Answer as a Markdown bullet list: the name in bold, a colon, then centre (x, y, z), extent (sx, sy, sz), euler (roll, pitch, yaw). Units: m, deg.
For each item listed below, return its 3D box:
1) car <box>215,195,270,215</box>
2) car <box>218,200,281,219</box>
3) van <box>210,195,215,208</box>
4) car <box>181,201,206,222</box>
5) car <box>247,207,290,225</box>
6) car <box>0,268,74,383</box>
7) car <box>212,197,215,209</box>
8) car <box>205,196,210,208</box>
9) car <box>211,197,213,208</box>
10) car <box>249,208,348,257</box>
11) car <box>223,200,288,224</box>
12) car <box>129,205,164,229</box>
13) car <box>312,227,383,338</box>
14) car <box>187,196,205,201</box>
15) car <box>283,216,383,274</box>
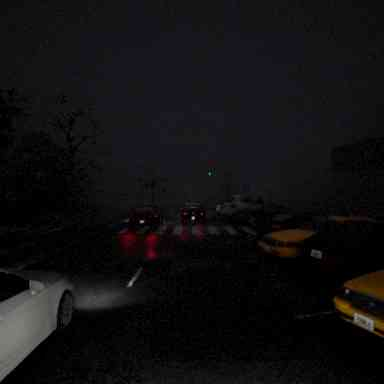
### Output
- **car**: centre (5.101, 1.278, 26.472), extent (5.566, 2.045, 2.435), euler (1, -1, -20)
- **car**: centre (5.077, 1.544, 29.435), extent (5.008, 1.535, 2.097), euler (1, 0, -20)
- **van**: centre (4.966, 1.390, 41.326), extent (4.442, 1.987, 1.878), euler (1, 0, -20)
- **car**: centre (0.102, 1.639, 26.644), extent (1.895, 1.301, 4.718), euler (0, 0, 0)
- **car**: centre (5.066, 1.536, 14.529), extent (4.674, 1.452, 2.002), euler (1, 0, -20)
- **car**: centre (-2.900, 1.527, 3.751), extent (1.812, 1.442, 4.674), euler (0, 0, 0)
- **car**: centre (5.246, 1.578, 35.468), extent (5.366, 1.575, 1.946), euler (1, -1, -20)
- **car**: centre (4.900, 1.631, 44.283), extent (5.366, 1.575, 1.946), euler (1, 0, -20)
- **car**: centre (5.098, 1.628, 38.398), extent (4.792, 1.488, 2.163), euler (1, -1, -20)
- **car**: centre (4.898, 1.488, 11.480), extent (5.366, 1.575, 1.946), euler (1, 0, -20)
- **car**: centre (5.081, 1.519, 23.469), extent (4.892, 1.521, 2.231), euler (1, 0, -20)
- **car**: centre (-2.898, 1.545, 21.623), extent (1.812, 1.442, 4.674), euler (0, 0, 0)
- **car**: centre (4.897, 1.490, 5.514), extent (5.366, 1.575, 1.946), euler (1, 0, -20)
- **car**: centre (0.102, 1.613, 40.600), extent (2.128, 1.511, 4.902), euler (0, 0, 0)
- **car**: centre (5.097, 1.524, 8.576), extent (4.792, 1.488, 2.163), euler (1, 0, -20)
